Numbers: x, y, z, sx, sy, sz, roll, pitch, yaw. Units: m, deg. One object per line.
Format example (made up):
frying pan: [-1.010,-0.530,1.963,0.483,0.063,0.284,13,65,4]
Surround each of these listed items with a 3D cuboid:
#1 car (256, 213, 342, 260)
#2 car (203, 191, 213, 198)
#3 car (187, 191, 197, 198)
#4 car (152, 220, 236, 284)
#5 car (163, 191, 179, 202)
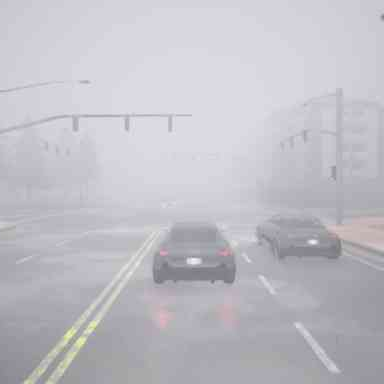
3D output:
car: [3.573,1.422,11.803,1.994,1.385,4.181,0,1,0]
car: [3.494,0.495,72.777,2.128,1.511,4.902,0,1,0]
car: [-0.006,0.524,72.762,1.994,1.385,4.181,0,1,0]
car: [0.058,1.452,9.261,1.994,1.385,4.181,0,1,0]
car: [-3.564,0.887,53.494,1.812,1.442,4.674,0,1,0]
